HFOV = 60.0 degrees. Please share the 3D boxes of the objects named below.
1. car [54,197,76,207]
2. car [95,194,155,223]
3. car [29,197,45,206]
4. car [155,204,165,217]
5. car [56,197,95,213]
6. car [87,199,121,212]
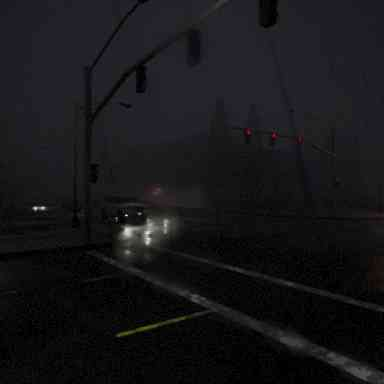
[{"bbox_3d":[-20.262,1.536,52.953,2.033,1.411,5.357,0,0,-35],"label":"car"},{"bbox_3d":[-5.369,1.214,26.071,2.150,2.045,5.566,0,0,-36],"label":"car"},{"bbox_3d":[-25.013,1.484,53.629,2.128,1.511,4.902,0,0,-35],"label":"car"},{"bbox_3d":[-4.370,1.467,30.687,1.882,1.535,5.008,0,0,-36],"label":"car"},{"bbox_3d":[-12.864,1.539,36.532,2.033,1.411,5.357,0,0,-36],"label":"car"},{"bbox_3d":[-10.478,1.536,39.206,2.033,1.411,5.357,0,0,-36],"label":"car"}]
